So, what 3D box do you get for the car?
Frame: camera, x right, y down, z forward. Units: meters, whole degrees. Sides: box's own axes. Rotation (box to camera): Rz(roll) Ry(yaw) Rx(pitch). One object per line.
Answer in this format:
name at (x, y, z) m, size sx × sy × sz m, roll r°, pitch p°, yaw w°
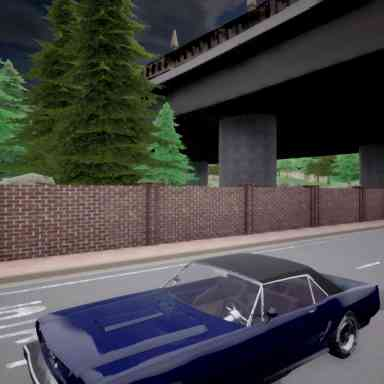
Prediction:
car at (0.478, 1.601, 4.372) m, size 4.718 × 1.301 × 1.895 m, roll 0°, pitch 0°, yaw -37°
